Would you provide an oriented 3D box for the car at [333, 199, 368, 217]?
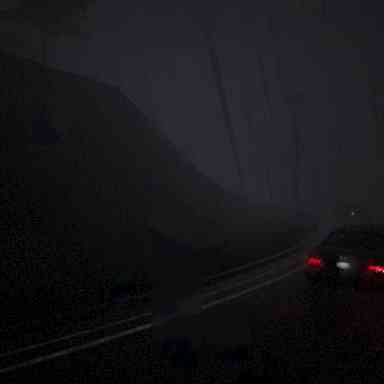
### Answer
[{"bbox_3d":[13.994,1.544,29.902,1.837,1.490,4.892,0,0,16],"label":"car"}]

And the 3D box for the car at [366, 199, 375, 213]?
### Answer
[{"bbox_3d":[19.285,1.519,38.272,1.882,1.535,5.008,0,0,9],"label":"car"}]

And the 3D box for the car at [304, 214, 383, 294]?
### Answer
[{"bbox_3d":[4.666,1.558,8.815,2.033,1.411,5.357,0,0,38],"label":"car"}]
